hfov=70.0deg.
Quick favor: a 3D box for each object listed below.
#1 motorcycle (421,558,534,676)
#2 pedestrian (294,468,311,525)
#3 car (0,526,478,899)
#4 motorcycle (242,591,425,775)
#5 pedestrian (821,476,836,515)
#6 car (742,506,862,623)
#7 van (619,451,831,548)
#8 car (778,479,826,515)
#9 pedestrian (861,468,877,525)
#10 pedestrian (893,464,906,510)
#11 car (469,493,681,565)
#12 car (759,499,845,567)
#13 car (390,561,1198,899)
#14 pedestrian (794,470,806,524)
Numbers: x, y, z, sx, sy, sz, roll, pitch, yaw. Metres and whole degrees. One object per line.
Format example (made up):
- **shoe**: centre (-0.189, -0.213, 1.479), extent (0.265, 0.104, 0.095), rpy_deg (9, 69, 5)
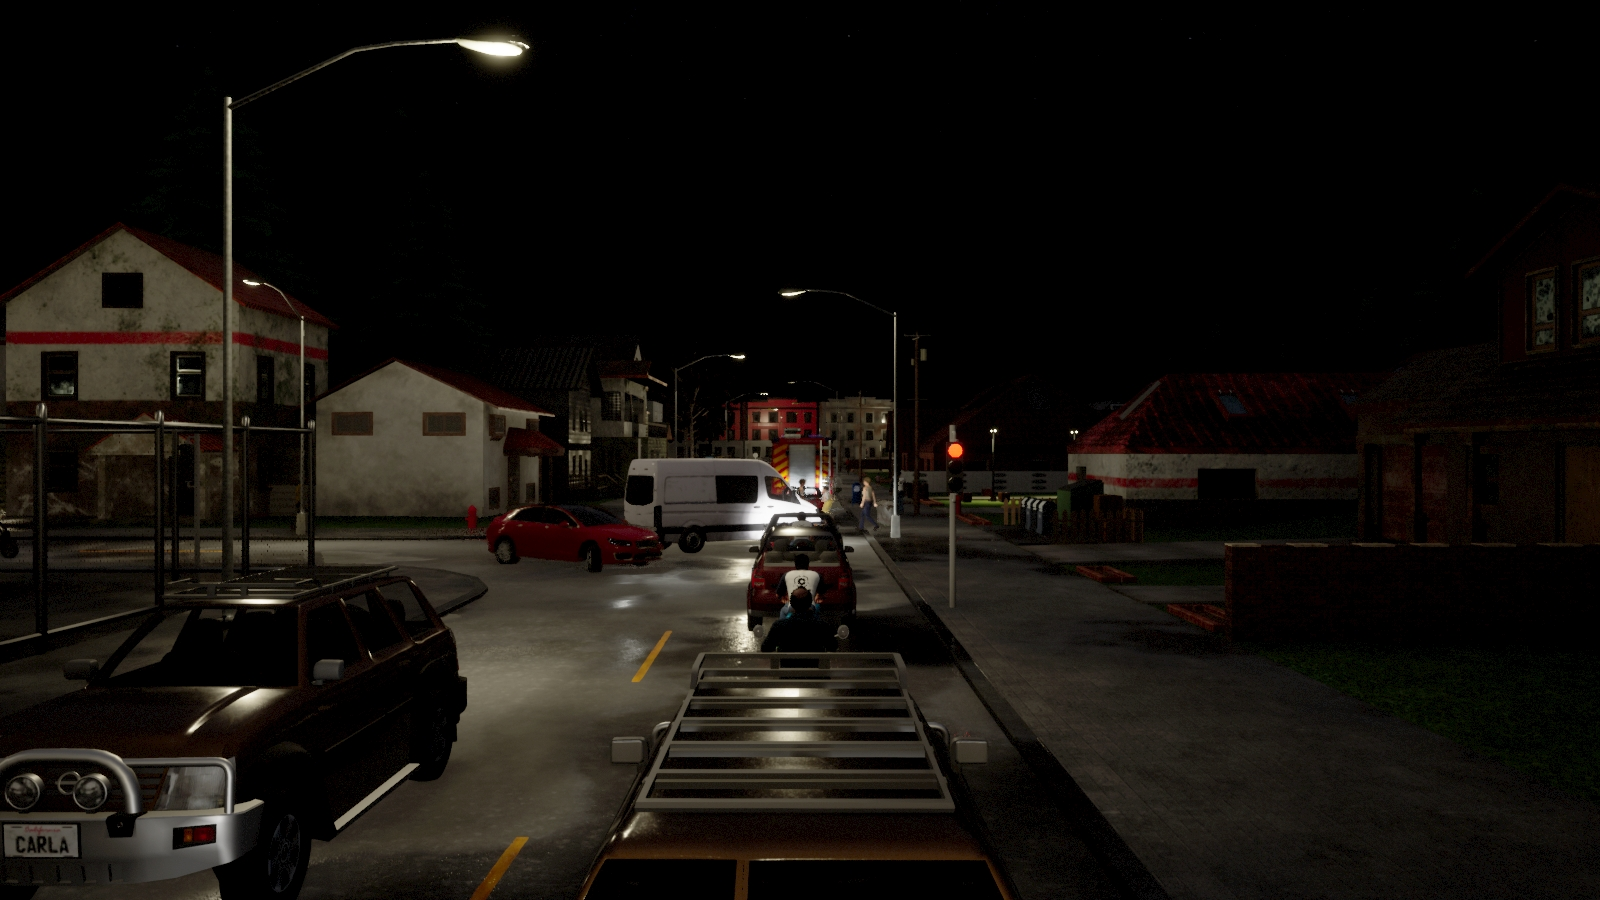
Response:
- **motorcycle**: centre (-3.894, 1.987, 13.966), extent (0.803, 1.145, 2.033), rpy_deg (0, 0, 0)
- **pedestrian**: centre (-16.319, 1.510, 37.487), extent (0.375, 1.860, 0.375), rpy_deg (0, 0, 4)
- **car**: centre (-3.983, 1.640, 8.349), extent (1.932, 1.855, 4.605), rpy_deg (0, 0, 0)
- **motorcycle**: centre (-3.994, 1.958, 9.954), extent (0.856, 1.236, 1.805), rpy_deg (0, 0, 0)
- **pedestrian**: centre (0.965, 1.543, 39.095), extent (0.375, 1.300, 0.375), rpy_deg (0, 0, 32)
- **car**: centre (0.027, 1.798, 18.824), extent (1.789, 1.549, 3.705), rpy_deg (0, 0, 0)
- **van**: centre (-2.053, 1.302, 32.661), extent (5.915, 2.561, 1.988), rpy_deg (0, 0, -36)
- **car**: centre (0.084, 1.917, 47.342), extent (1.895, 1.301, 4.718), rpy_deg (0, 0, 0)
- **pedestrian**: centre (2.261, 1.512, 37.340), extent (0.375, 1.860, 0.375), rpy_deg (0, 0, 36)
- **pedestrian**: centre (4.057, 1.506, 46.501), extent (0.375, 1.860, 0.375), rpy_deg (0, 0, -24)
- **car**: centre (-5.456, 1.830, 27.489), extent (4.892, 1.480, 2.231), rpy_deg (0, -1, 35)
- **car**: centre (0.043, 1.924, 27.447), extent (1.895, 1.301, 4.718), rpy_deg (0, 0, 0)
- **car**: centre (-0.006, 1.641, 5.035), extent (1.932, 1.855, 4.605), rpy_deg (0, 0, 0)
- **pedestrian**: centre (-0.015, 1.613, 39.290), extent (0.375, 1.860, 0.375), rpy_deg (0, 0, -7)
